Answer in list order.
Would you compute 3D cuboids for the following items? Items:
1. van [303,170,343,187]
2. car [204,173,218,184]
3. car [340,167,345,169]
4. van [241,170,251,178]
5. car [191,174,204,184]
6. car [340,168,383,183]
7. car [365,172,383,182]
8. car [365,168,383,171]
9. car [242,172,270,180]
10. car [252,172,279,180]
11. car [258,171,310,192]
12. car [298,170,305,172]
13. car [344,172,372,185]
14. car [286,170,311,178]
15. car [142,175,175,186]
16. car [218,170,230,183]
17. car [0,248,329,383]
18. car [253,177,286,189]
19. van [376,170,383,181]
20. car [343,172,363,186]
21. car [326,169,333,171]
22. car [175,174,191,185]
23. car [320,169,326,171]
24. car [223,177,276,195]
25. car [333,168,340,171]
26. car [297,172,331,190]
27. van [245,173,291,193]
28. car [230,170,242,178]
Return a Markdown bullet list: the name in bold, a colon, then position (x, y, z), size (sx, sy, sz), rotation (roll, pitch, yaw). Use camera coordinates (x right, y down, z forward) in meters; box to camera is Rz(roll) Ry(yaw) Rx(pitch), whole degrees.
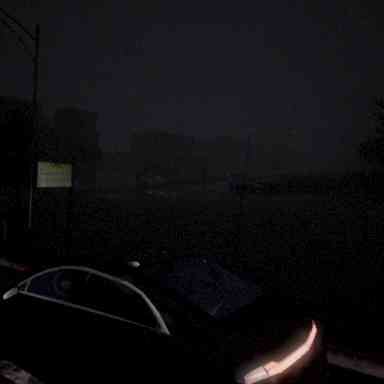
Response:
- **van**: position (18.590, -1.622, 47.610), size (4.442, 1.987, 1.878), rotation (4, 7, 32)
- **car**: position (1.307, -2.240, 56.098), size (4.792, 1.488, 2.163), rotation (2, 6, 30)
- **car**: position (35.260, -4.932, 84.073), size (5.008, 1.535, 2.097), rotation (3, 5, 31)
- **van**: position (8.012, -3.048, 61.769), size (4.442, 1.987, 1.878), rotation (2, 6, 30)
- **car**: position (-0.903, -2.208, 54.166), size (4.553, 1.767, 2.185), rotation (2, 6, 30)
- **car**: position (27.936, -2.383, 55.102), size (5.566, 2.045, 2.435), rotation (4, 7, 31)
- **car**: position (34.731, -2.705, 60.908), size (5.366, 1.575, 1.946), rotation (4, 7, 30)
- **car**: position (32.606, -2.753, 58.881), size (5.566, 2.045, 2.435), rotation (4, 7, 30)
- **car**: position (12.622, -3.184, 65.479), size (5.008, 1.535, 2.097), rotation (2, 5, 30)
- **car**: position (14.911, -3.334, 67.328), size (4.792, 1.488, 2.163), rotation (2, 6, 30)
- **car**: position (11.372, -1.114, 42.149), size (5.566, 2.045, 2.435), rotation (4, 8, 32)
- **car**: position (21.670, -3.908, 72.925), size (4.892, 1.521, 2.231), rotation (2, 6, 30)
- **car**: position (25.581, -1.920, 53.256), size (4.792, 1.488, 2.163), rotation (4, 7, 31)
- **car**: position (23.934, -4.091, 74.788), size (5.008, 1.535, 2.097), rotation (2, 6, 30)
- **car**: position (-5.445, -1.676, 50.423), size (4.674, 1.452, 2.002), rotation (2, 5, 30)
- **car**: position (3.619, -2.575, 57.938), size (4.553, 1.767, 2.185), rotation (2, 6, 30)
- **car**: position (-0.947, 1.471, 4.127), size (4.902, 1.511, 2.128), rotation (0, 0, 36)
- **car**: position (10.988, -1.361, 47.446), size (1.812, 1.442, 4.674), rotation (-4, 7, -33)
- **van**: position (37.307, -3.093, 62.631), size (4.442, 1.987, 1.878), rotation (4, 7, 30)
- **car**: position (23.208, -1.766, 51.392), size (4.892, 1.521, 2.231), rotation (4, 8, 31)
- **car**: position (30.749, -4.737, 80.331), size (4.553, 1.767, 2.185), rotation (3, 6, 31)
- **car**: position (-3.159, -1.870, 52.297), size (4.792, 1.488, 2.163), rotation (2, 6, 30)
- **car**: position (28.462, -4.406, 78.518), size (4.674, 1.452, 2.002), rotation (2, 5, 31)
- **car**: position (6.672, -0.503, 38.491), size (5.008, 1.535, 2.097), rotation (4, 7, 32)
- **car**: position (33.001, -4.777, 82.212), size (5.008, 1.535, 2.097), rotation (3, 6, 31)
- **car**: position (16.099, -1.351, 45.852), size (4.553, 1.767, 2.185), rotation (4, 7, 32)
- **van**: position (9.138, -0.900, 40.242), size (4.442, 1.987, 1.878), rotation (4, 7, 32)
- **car**: position (5.853, -2.636, 59.858), size (5.008, 1.535, 2.097), rotation (2, 6, 30)
